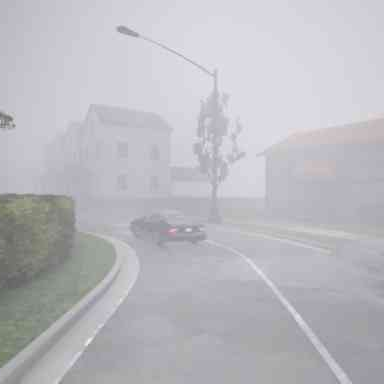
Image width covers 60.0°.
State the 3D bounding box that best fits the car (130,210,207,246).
[{"bbox_3d":[-1.287,1.536,15.367,2.033,1.411,5.357,0,0,-27],"label":"car"}]
